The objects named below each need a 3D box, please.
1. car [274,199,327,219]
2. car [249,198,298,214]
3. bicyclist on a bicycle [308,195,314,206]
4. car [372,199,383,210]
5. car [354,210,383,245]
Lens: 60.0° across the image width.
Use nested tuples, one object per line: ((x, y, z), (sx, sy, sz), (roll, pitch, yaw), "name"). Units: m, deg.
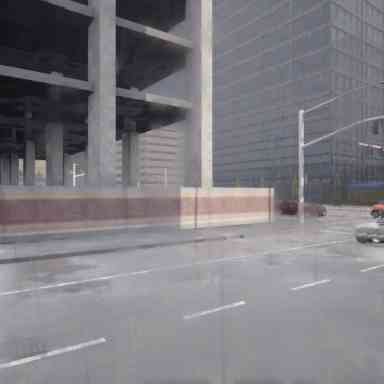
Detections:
((9.472, 1.478, 29.517), (1.882, 1.535, 5.008), (0, 0, -36), "car")
((8.820, 1.493, 36.376), (2.128, 1.511, 4.902), (0, 0, -36), "car")
((16.514, 1.301, 46.176), (1.656, 1.620, 0.582), (0, 0, -36), "bicyclist on a bicycle")
((16.938, 1.351, 26.580), (4.553, 1.767, 2.097), (0, 0, 43), "car")
((9.023, 1.601, 14.451), (4.718, 1.301, 1.895), (0, 0, -37), "car")
